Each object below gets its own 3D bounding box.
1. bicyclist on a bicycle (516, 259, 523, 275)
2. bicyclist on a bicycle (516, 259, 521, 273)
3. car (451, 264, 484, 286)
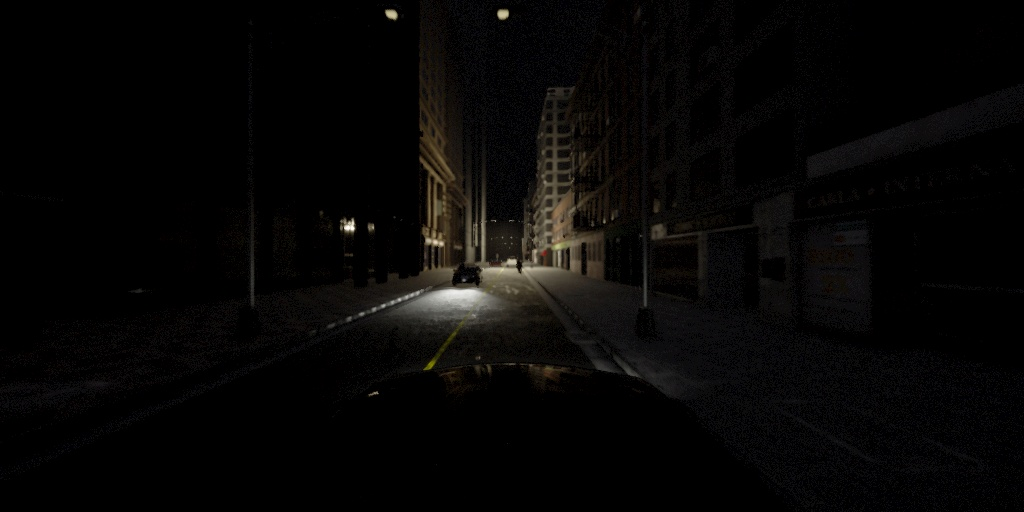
[{"bbox_3d":[0.836,1.289,36.631,0.582,1.620,1.656,0,-1,0],"label":"bicyclist on a bicycle"},{"bbox_3d":[0.838,1.223,45.868,0.659,1.776,1.843,0,0,0],"label":"bicyclist on a bicycle"},{"bbox_3d":[-3.090,1.304,25.614,2.128,1.511,4.902,0,0,0],"label":"car"}]
